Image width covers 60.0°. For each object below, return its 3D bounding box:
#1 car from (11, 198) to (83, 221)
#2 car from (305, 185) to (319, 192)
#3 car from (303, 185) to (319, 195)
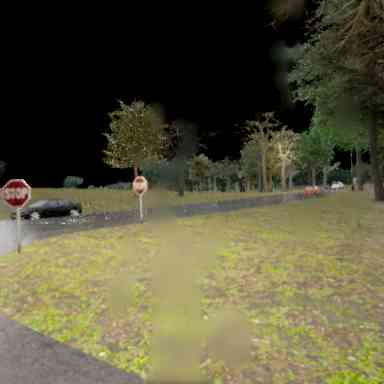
[{"bbox_3d":[-10.335,1.246,23.993,1.882,1.535,5.008,-3,1,35],"label":"car"},{"bbox_3d":[29.757,-0.902,82.278,2.128,1.511,4.902,-3,1,35],"label":"car"},{"bbox_3d":[20.826,-0.395,58.013,2.097,1.767,4.553,-3,1,29],"label":"car"}]
